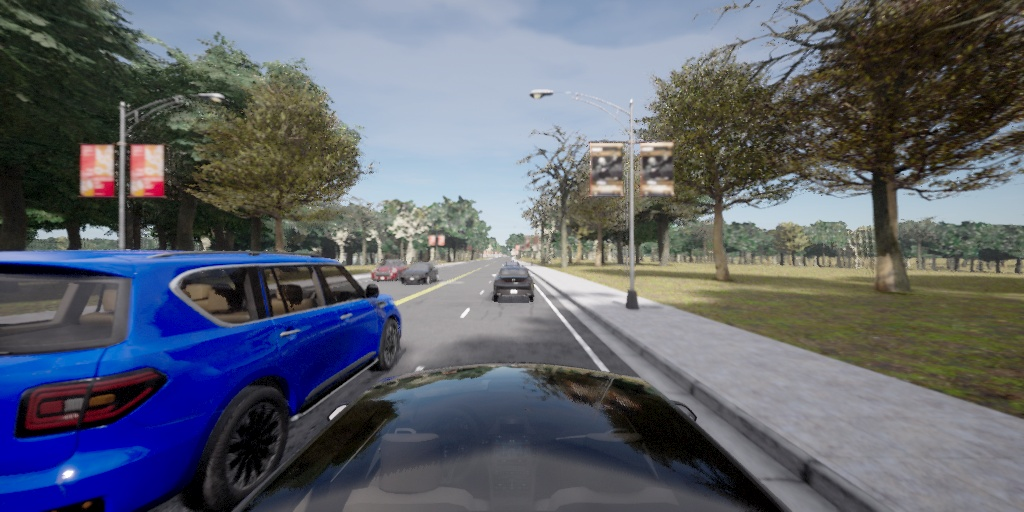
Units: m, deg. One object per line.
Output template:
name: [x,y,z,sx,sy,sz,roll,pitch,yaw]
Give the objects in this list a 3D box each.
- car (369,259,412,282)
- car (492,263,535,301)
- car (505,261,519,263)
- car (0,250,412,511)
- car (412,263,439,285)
car: [-9.921,1.120,29.687,2.097,1.767,4.553,0,0,0]
car: [0.074,1.262,17.519,1.837,1.490,4.892,0,0,0]
car: [-0.015,1.265,36.243,2.128,1.511,4.902,0,0,0]
car: [-3.151,0.972,4.470,2.150,2.045,5.566,0,0,0]
car: [-6.658,1.242,26.320,1.882,1.535,5.008,0,0,0]
